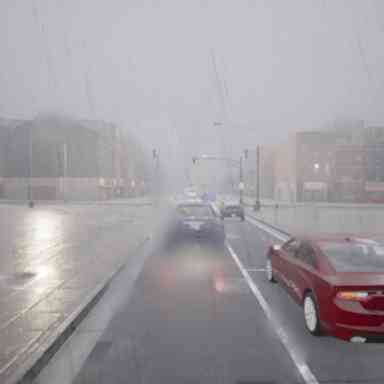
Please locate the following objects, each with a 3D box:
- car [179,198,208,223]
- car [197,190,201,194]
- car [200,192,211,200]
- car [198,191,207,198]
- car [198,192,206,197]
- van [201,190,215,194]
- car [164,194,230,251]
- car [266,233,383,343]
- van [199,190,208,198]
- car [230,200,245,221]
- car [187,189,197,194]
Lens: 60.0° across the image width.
[{"bbox_3d":[0.131,1.186,22.970,1.812,1.442,4.674,0,1,1],"label":"car"},{"bbox_3d":[2.622,0.573,60.761,2.192,1.841,5.009,-1,0,0],"label":"car"},{"bbox_3d":[2.627,0.768,66.051,2.008,1.369,4.403,-1,0,0],"label":"car"},{"bbox_3d":[2.625,0.554,81.922,1.967,1.590,4.097,-1,0,0],"label":"car"},{"bbox_3d":[2.627,0.630,87.213,1.887,1.381,4.507,-1,0,0],"label":"car"},{"bbox_3d":[2.623,0.694,50.179,1.690,1.788,3.998,-1,1,0],"label":"van"},{"bbox_3d":[0.100,1.147,13.149,2.097,1.767,4.553,0,1,0],"label":"car"},{"bbox_3d":[2.628,1.441,6.350,1.887,1.381,4.507,-1,1,0],"label":"car"},{"bbox_3d":[2.623,0.486,76.631,1.690,1.788,3.998,-1,0,0],"label":"van"},{"bbox_3d":[2.628,1.208,23.225,2.008,1.369,4.403,-1,1,0],"label":"car"},{"bbox_3d":[0.007,0.340,80.150,2.150,2.045,5.566,0,0,0],"label":"car"}]
